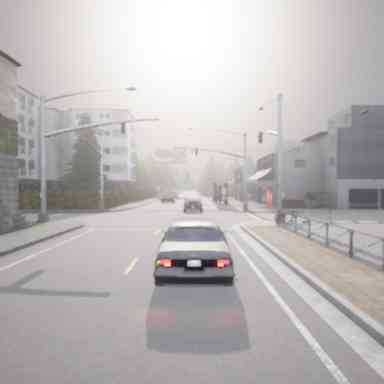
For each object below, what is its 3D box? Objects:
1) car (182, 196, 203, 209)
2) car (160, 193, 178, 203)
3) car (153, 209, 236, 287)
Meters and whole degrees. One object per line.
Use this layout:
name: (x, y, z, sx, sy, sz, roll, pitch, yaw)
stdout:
car: (0.104, 1.144, 34.906, 1.812, 1.442, 4.674, 0, 3, 0)
car: (-3.570, 0.970, 49.053, 1.895, 1.301, 4.718, 0, 1, 0)
car: (0.062, 1.429, 9.111, 2.033, 1.411, 5.357, 0, 1, 1)
